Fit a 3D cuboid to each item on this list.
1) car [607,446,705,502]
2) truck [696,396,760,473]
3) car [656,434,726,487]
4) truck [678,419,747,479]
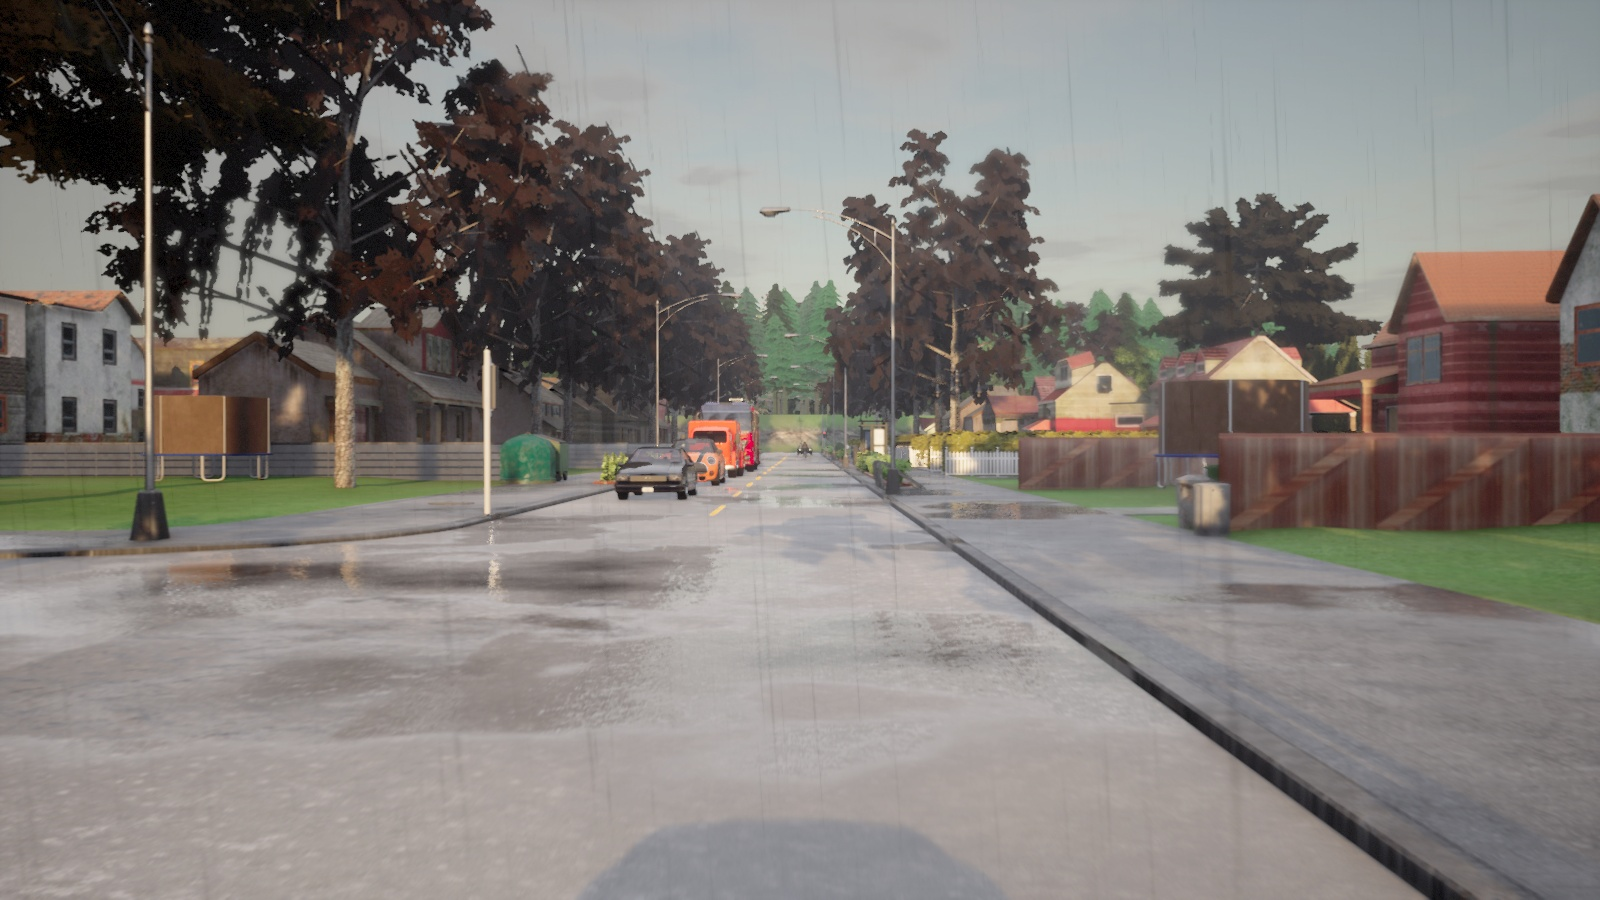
[{"bbox_3d":[-3.853,0.595,34.464,2.033,1.411,5.357,0,0,0],"label":"car"},{"bbox_3d":[-3.723,-0.800,66.746,2.891,3.827,8.468,0,0,0],"label":"truck"},{"bbox_3d":[-3.809,0.348,44.619,2.097,1.767,4.553,0,0,0],"label":"car"},{"bbox_3d":[-3.771,-0.055,54.852,2.627,2.467,5.204,0,0,0],"label":"truck"}]
